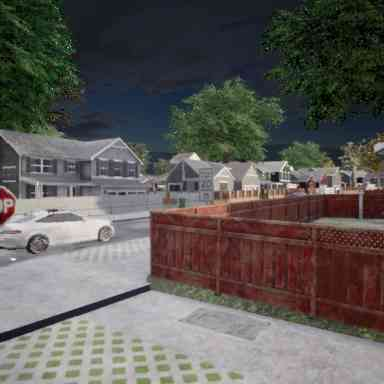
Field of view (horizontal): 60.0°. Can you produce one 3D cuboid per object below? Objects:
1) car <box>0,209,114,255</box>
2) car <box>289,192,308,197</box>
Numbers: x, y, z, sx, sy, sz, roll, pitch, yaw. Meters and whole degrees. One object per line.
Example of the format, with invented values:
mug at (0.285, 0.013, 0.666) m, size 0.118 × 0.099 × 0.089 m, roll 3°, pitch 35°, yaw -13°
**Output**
car at (-5.141, 1.385, 12.693) m, size 1.812 × 1.442 × 4.674 m, roll 0°, pitch 1°, yaw 35°
car at (14.905, 0.697, 46.200) m, size 2.033 × 1.411 × 5.357 m, roll 0°, pitch 1°, yaw 35°
